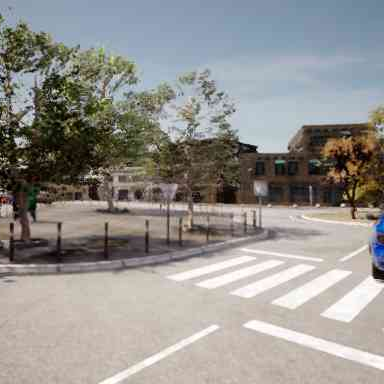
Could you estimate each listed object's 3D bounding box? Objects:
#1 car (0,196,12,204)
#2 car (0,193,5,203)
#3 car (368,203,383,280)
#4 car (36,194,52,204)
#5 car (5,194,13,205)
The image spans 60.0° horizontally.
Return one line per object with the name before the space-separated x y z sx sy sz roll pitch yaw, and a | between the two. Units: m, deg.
car | -38.886 1.532 65.663 1.946 1.575 5.366 -2 -1 40
car | -29.704 1.042 57.718 2.435 2.045 5.566 -1 -1 40
car | 6.413 1.279 9.634 2.150 2.045 5.566 0 0 28
car | -25.119 1.098 53.918 2.185 1.767 4.553 -1 0 40
car | -25.223 1.207 48.418 1.882 1.535 5.008 0 0 -42
